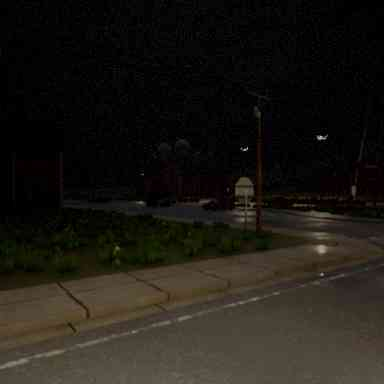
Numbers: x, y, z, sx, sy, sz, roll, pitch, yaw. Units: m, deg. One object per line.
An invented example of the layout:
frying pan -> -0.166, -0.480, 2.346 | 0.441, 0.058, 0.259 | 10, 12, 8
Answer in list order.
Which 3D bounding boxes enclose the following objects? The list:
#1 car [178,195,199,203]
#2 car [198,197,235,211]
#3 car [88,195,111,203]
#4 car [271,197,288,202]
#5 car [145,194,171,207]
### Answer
car -> -0.536, 1.290, 66.544 | 4.605, 1.855, 1.932 | 0, 0, -36
car -> 3.243, 1.492, 39.954 | 4.193, 1.474, 1.816 | 0, 0, -36
car -> -19.514, 1.467, 70.001 | 4.611, 1.667, 2.242 | 0, 0, -36
car -> 12.909, 1.500, 48.528 | 3.905, 1.438, 1.784 | 0, 0, -36
car -> -5.192, 1.300, 50.486 | 3.866, 1.878, 1.905 | 0, 0, -36
